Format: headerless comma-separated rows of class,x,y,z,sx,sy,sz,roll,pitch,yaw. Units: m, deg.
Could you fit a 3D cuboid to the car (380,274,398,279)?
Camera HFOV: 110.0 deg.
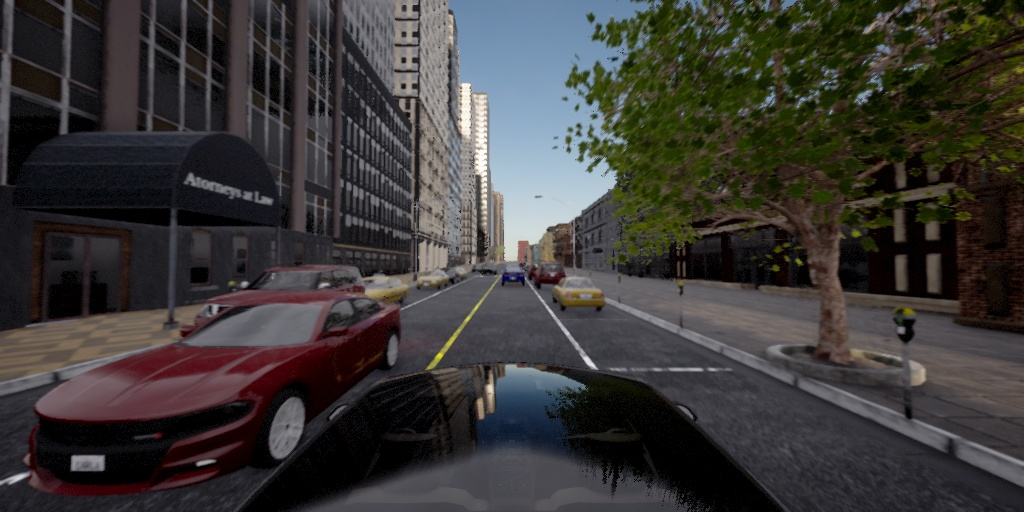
car,-5.688,1.460,15.074,1.751,1.417,4.829,0,0,0

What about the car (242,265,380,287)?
car,-5.688,1.174,9.699,2.192,1.841,5.009,0,0,0

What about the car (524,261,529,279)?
car,2.693,1.543,37.430,2.192,1.841,5.009,0,0,0

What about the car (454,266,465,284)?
car,-5.688,1.721,31.882,1.948,1.339,4.313,0,0,0

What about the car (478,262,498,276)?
car,-3.068,1.725,48.763,2.097,1.767,4.553,0,-1,0

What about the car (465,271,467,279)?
car,-5.688,1.754,37.257,1.751,1.417,4.829,0,0,0

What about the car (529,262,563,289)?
car,2.692,1.397,26.337,2.192,1.841,5.009,0,0,0

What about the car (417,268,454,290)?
car,-5.688,1.608,26.165,1.751,1.417,4.829,0,0,0

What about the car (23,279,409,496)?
car,-3.100,1.275,5.123,1.882,1.535,5.008,0,-1,0

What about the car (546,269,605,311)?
car,2.693,1.460,15.416,1.751,1.417,4.829,0,0,0

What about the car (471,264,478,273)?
car,-5.687,2.077,59.609,1.948,1.339,4.313,0,0,0

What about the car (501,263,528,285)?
car,0.099,1.612,30.276,1.882,1.535,5.008,0,-1,0
